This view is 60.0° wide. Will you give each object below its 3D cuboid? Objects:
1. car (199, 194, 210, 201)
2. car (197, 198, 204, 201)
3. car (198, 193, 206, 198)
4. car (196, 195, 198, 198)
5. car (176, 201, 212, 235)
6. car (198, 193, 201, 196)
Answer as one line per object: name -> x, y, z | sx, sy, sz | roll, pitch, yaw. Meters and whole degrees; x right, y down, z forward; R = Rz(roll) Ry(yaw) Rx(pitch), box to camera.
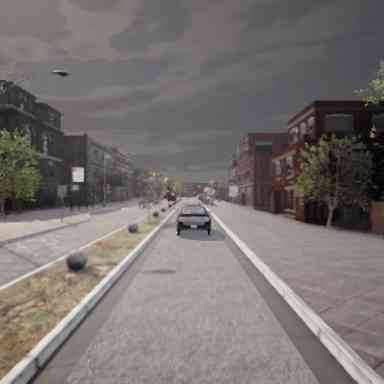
car -> 2.993, 1.601, 63.023 | 2.231, 1.521, 4.892 | 0, 0, 0
car -> 0.091, 1.669, 37.523 | 1.895, 1.301, 4.718 | 0, 0, 0
car -> 2.992, 1.607, 68.670 | 2.231, 1.521, 4.892 | 0, 0, 0
car -> 2.992, 1.363, 90.669 | 2.435, 2.045, 5.566 | 0, 0, 0
car -> 0.098, 1.514, 19.090 | 2.128, 1.511, 4.902 | 0, 0, 0
car -> 2.992, 1.639, 74.228 | 2.163, 1.488, 4.792 | 0, 0, 0
